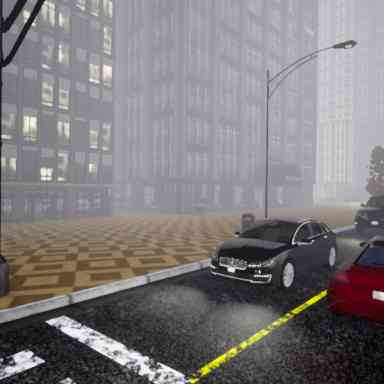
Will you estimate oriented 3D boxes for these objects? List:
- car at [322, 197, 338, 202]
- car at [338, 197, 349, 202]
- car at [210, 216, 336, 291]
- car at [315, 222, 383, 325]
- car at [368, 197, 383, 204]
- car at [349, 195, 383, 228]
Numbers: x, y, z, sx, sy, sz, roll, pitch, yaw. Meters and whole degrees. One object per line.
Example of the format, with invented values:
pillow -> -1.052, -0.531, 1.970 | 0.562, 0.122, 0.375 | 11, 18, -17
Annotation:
car -> 35.376, 1.854, 84.976 | 1.947, 1.339, 4.313 | -1, 0, -34
car -> 38.524, 1.809, 80.314 | 1.947, 1.339, 4.313 | -1, 0, -34
car -> 2.477, 1.477, 9.188 | 1.837, 1.490, 4.892 | 1, 0, 41
car -> 4.262, 1.567, 6.581 | 1.994, 1.385, 4.181 | 1, 0, 41
car -> 37.878, 1.653, 66.301 | 2.008, 1.369, 4.403 | -1, 0, -34
car -> 10.970, 1.201, 18.646 | 2.150, 2.045, 5.566 | 1, 1, 42
